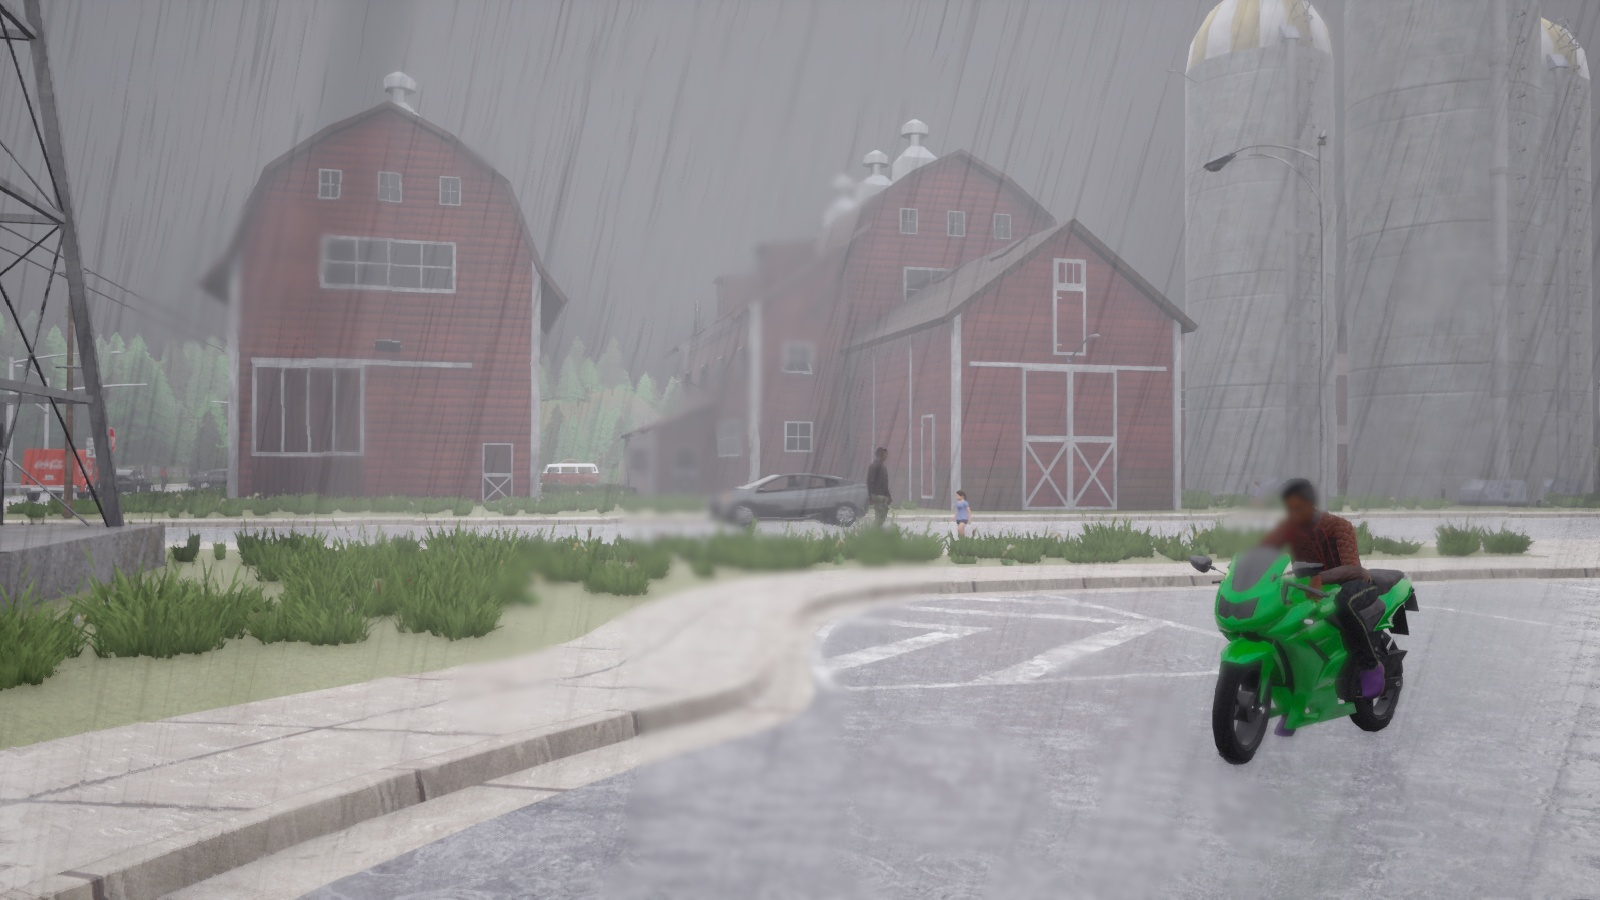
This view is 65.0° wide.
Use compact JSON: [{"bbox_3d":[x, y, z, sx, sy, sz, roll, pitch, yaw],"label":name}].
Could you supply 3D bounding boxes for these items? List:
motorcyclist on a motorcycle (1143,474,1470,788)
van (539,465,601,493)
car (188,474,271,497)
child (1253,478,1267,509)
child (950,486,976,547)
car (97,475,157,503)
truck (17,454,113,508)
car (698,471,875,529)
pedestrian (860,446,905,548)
[{"bbox_3d":[2.901,0.904,7.094,2.044,1.523,0.797,1,-1,-39],"label":"motorcyclist on a motorcycle"},{"bbox_3d":[-17.421,2.174,95.091,4.480,2.038,2.069,0,-1,-15],"label":"van"},{"bbox_3d":[-38.900,2.389,85.722,4.892,1.490,1.837,0,-1,-15],"label":"car"},{"bbox_3d":[16.180,1.525,44.184,0.394,1.110,0.255,0,-1,-16],"label":"child"},{"bbox_3d":[3.011,1.226,23.139,0.394,1.110,0.255,0,-1,-29],"label":"child"},{"bbox_3d":[-37.836,2.155,70.686,1.837,1.490,4.892,0,-1,-14],"label":"car"},{"bbox_3d":[-35.317,1.483,60.529,2.627,2.467,5.204,0,-1,-14],"label":"truck"},{"bbox_3d":[-0.398,1.342,34.537,4.514,1.525,2.007,0,-1,-15],"label":"car"},{"bbox_3d":[1.509,0.850,23.070,0.703,1.840,0.431,0,-1,-20],"label":"pedestrian"}]
